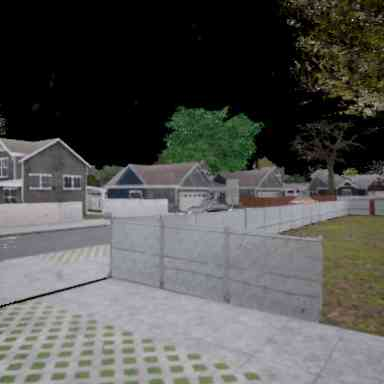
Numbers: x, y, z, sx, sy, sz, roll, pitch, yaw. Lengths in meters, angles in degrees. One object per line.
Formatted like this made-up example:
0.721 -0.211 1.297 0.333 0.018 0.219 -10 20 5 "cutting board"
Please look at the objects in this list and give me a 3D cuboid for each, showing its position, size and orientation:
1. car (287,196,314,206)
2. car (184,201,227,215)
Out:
15.042 1.404 45.846 4.553 1.767 2.097 0 0 -44 "car"
1.288 1.558 28.994 2.128 1.511 4.902 0 0 36 "car"
